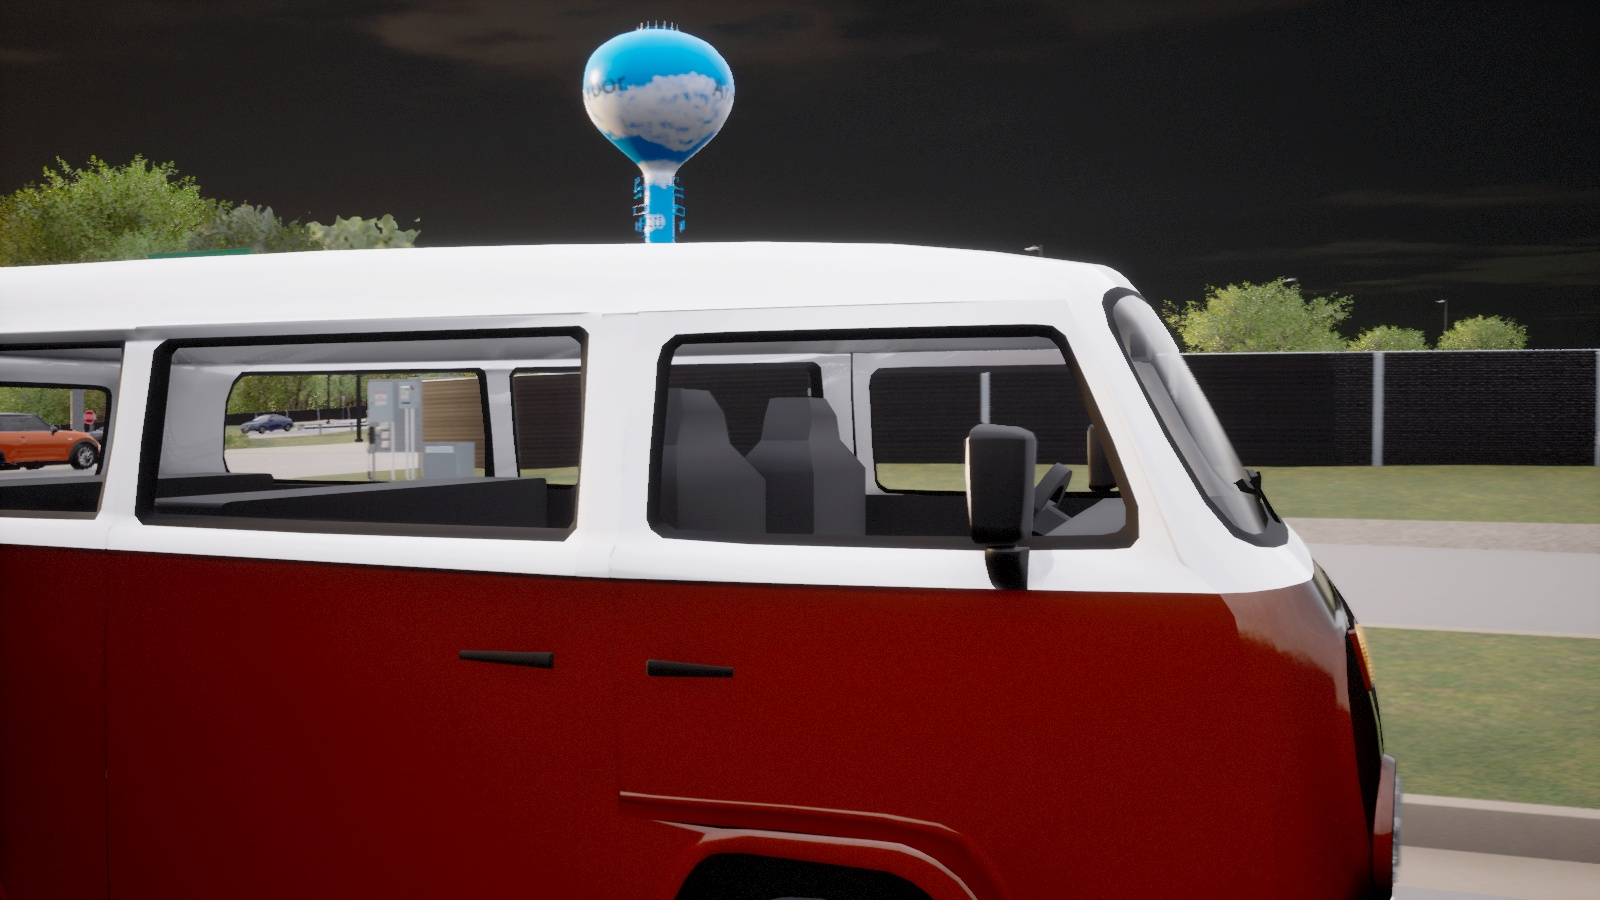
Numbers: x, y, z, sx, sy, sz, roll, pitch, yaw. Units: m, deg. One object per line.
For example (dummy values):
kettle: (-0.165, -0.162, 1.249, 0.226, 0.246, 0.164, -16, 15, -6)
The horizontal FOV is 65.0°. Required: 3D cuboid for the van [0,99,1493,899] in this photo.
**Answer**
van: (-0.829, 0.484, 3.472, 4.480, 2.038, 2.069, 1, 1, 19)
